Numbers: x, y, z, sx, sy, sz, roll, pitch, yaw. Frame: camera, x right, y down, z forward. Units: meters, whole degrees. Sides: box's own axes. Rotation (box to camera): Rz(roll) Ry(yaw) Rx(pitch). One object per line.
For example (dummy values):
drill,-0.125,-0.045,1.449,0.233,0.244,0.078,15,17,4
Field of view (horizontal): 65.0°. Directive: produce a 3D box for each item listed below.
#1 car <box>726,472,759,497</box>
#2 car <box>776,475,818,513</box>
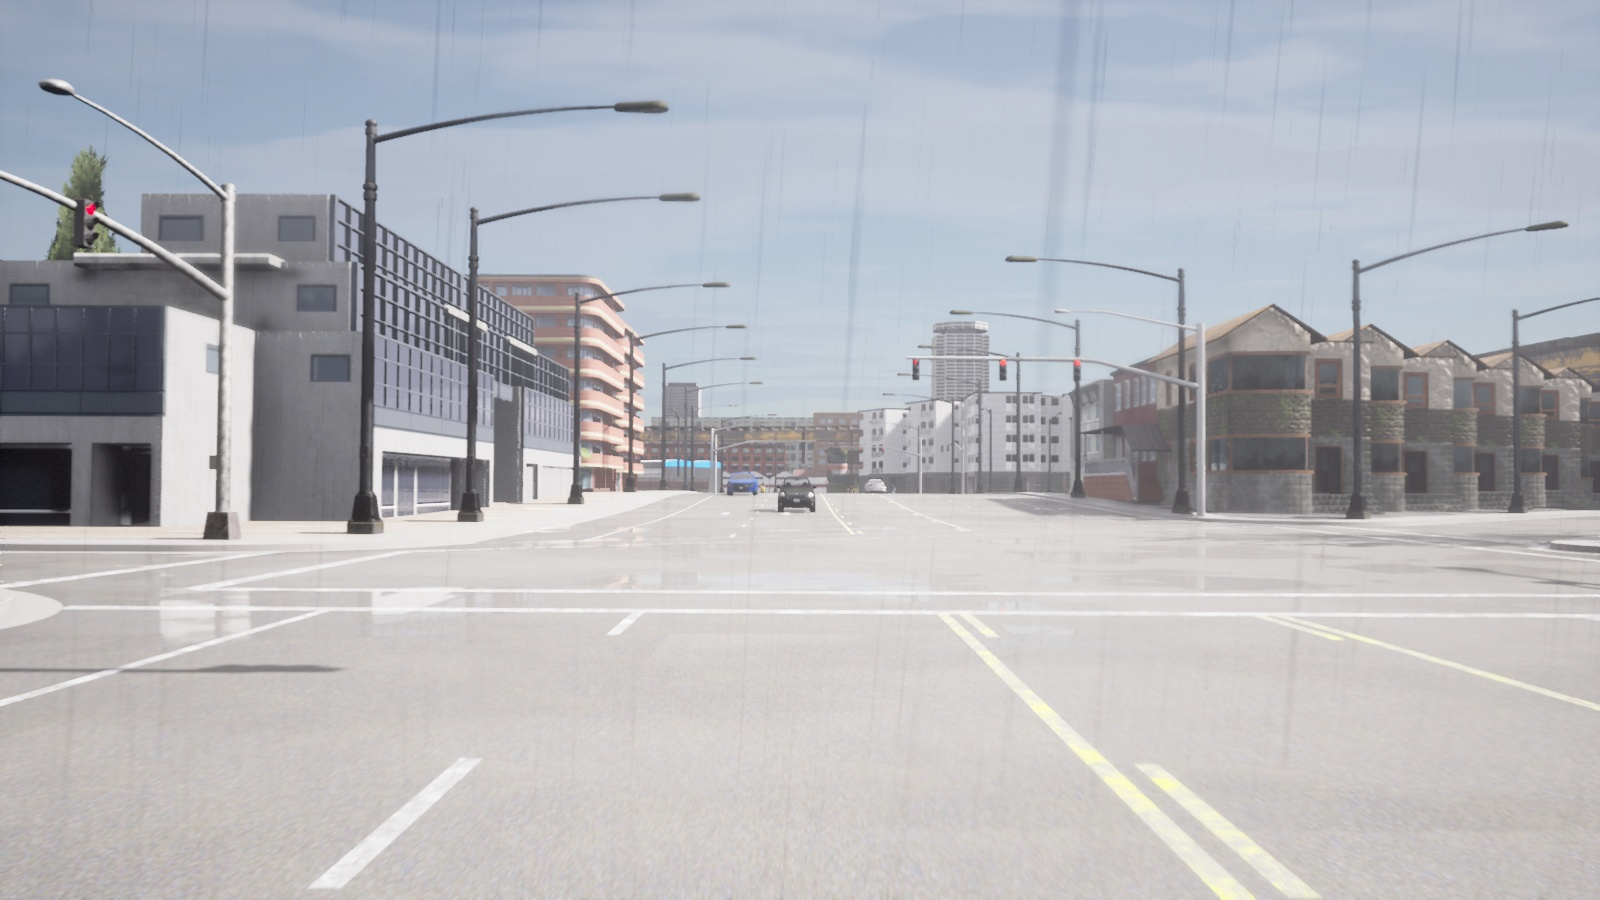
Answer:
car,-3.685,2.198,81.435,1.882,1.535,5.008,0,-1,0
car,-0.130,1.988,57.706,1.851,1.617,3.988,0,-1,0
